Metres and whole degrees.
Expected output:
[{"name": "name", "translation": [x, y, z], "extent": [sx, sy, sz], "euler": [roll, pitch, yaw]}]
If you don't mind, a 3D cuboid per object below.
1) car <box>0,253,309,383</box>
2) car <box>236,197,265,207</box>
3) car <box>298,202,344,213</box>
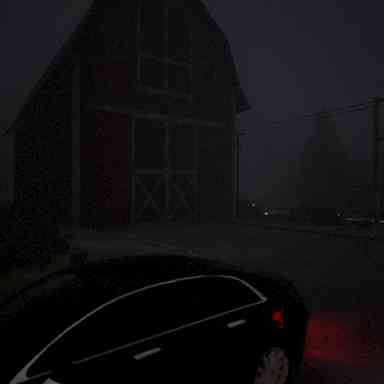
[{"name": "car", "translation": [-0.813, 1.506, 3.410], "extent": [4.892, 1.490, 1.837], "euler": [0, 0, -35]}, {"name": "car", "translation": [6.191, 1.379, 37.662], "extent": [2.097, 1.767, 4.553], "euler": [0, 0, -34]}, {"name": "car", "translation": [11.296, 1.628, 30.221], "extent": [1.895, 1.301, 4.718], "euler": [0, 0, -34]}]
